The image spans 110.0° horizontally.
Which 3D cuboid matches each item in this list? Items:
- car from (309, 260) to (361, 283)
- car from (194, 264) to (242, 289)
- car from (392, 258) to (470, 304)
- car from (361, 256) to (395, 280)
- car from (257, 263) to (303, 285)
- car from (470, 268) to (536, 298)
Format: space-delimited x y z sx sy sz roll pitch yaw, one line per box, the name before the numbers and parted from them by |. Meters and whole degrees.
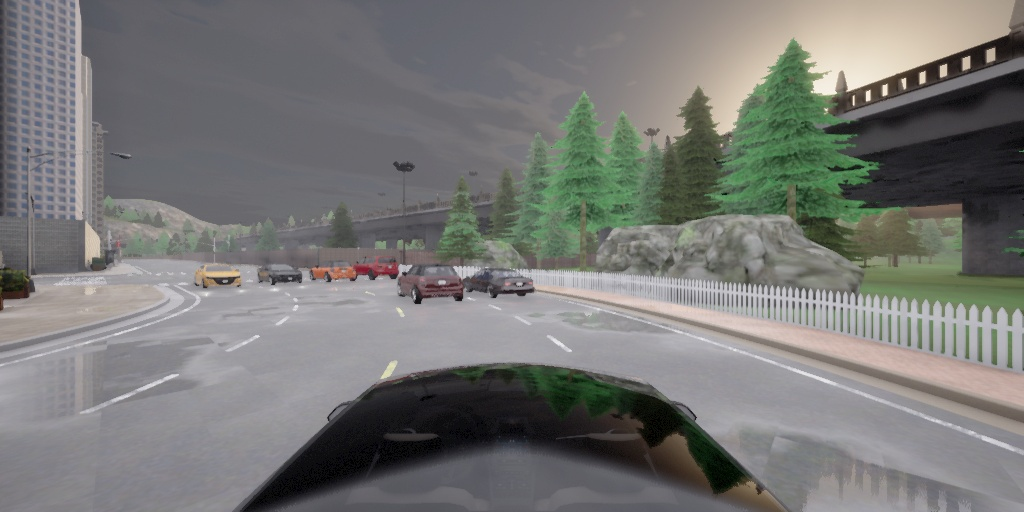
car | -14.192 1.114 28.274 4.553 1.767 2.097 0 0 42
car | -19.229 1.260 23.390 5.008 1.535 1.882 0 0 42
car | -3.916 1.115 16.690 2.097 1.767 4.553 0 0 -29
car | -11.892 1.006 30.913 5.566 2.045 2.150 0 0 42
car | -16.885 1.260 25.990 5.008 1.535 1.882 0 0 42
car | -0.868 1.312 18.412 2.033 1.411 5.357 0 0 -29
